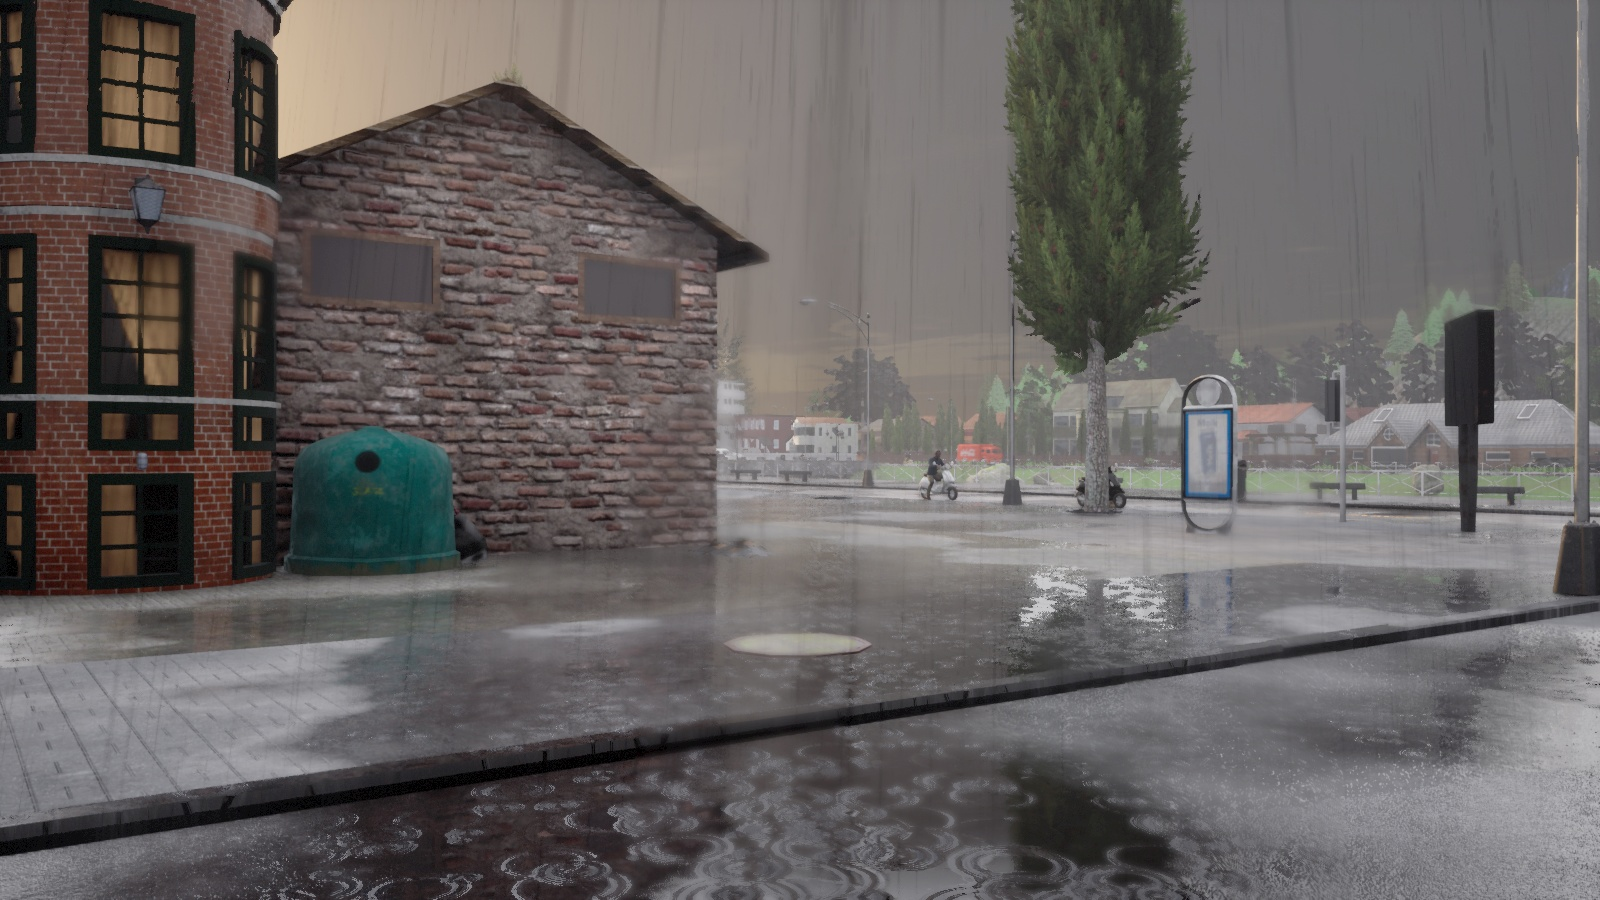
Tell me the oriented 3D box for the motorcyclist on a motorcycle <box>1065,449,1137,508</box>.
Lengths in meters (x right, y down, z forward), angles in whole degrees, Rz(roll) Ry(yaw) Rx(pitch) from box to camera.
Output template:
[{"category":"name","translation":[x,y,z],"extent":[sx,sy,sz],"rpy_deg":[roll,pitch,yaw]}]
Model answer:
[{"category":"motorcyclist on a motorcycle","translation":[8.313,0.766,34.761],"extent":[0.866,1.590,1.817],"rpy_deg":[0,0,-35]}]

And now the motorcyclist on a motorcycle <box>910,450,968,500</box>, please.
[{"category":"motorcyclist on a motorcycle","translation":[4.438,0.787,40.317],"extent":[0.866,1.590,1.817],"rpy_deg":[0,0,-35]}]
